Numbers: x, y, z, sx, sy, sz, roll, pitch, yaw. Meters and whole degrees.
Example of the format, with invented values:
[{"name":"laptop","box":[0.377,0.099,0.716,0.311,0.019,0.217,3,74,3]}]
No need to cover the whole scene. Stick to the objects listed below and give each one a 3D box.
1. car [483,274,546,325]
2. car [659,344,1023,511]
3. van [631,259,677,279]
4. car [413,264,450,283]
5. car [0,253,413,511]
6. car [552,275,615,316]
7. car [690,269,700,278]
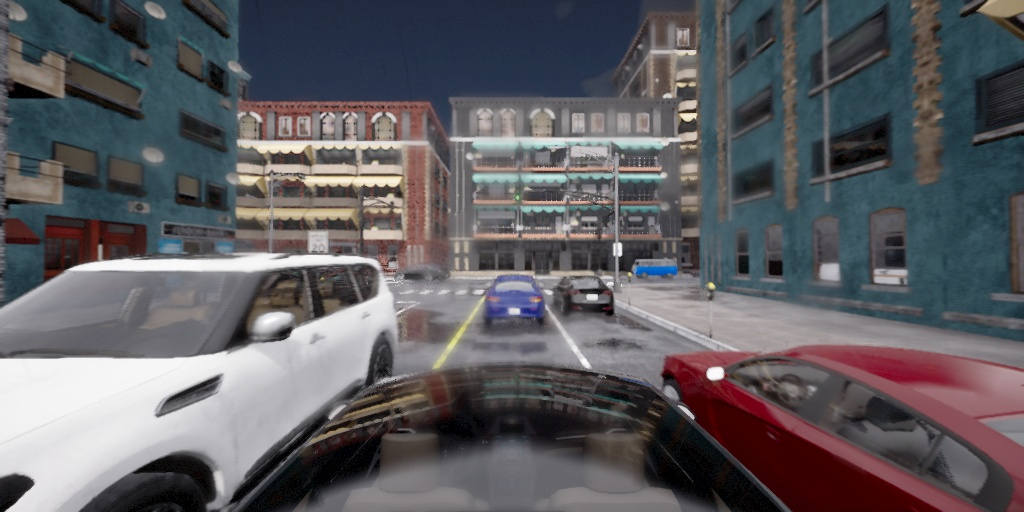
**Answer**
[{"name":"car","box":[0.093,1.324,11.853,1.812,1.442,4.674,0,0,0]},{"name":"car","box":[2.565,1.299,2.466,1.888,1.381,4.507,0,0,0]},{"name":"van","box":[13.121,1.196,33.151,3.998,1.789,1.690,0,0,0]},{"name":"car","box":[-7.462,1.421,29.643,4.902,1.511,2.128,-1,-2,24]},{"name":"car","box":[-2.844,0.980,3.447,2.150,2.045,5.566,0,0,0]},{"name":"car","box":[2.578,1.373,13.593,1.948,1.339,4.313,0,0,0]},{"name":"car","box":[18.762,1.403,33.175,4.207,1.307,1.802,0,0,0]}]
